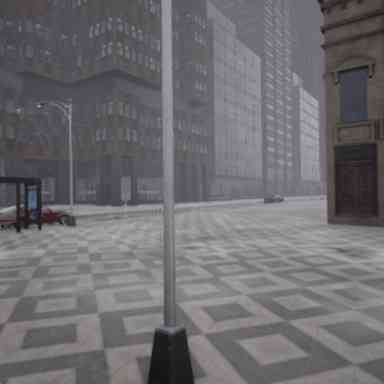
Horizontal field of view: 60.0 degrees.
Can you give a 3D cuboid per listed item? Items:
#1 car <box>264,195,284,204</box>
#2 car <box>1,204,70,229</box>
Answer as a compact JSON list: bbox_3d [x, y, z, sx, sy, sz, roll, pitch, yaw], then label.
[{"bbox_3d":[13.078,1.170,52.786,1.882,1.535,5.008,-1,0,35],"label":"car"},{"bbox_3d":[-9.817,1.458,20.666,1.812,1.442,4.674,-1,0,35],"label":"car"}]
